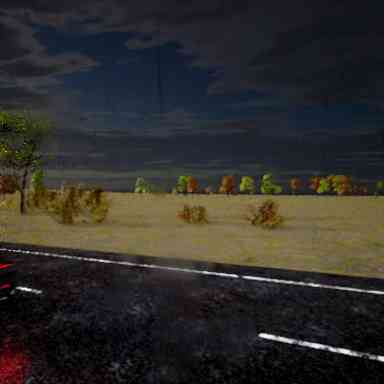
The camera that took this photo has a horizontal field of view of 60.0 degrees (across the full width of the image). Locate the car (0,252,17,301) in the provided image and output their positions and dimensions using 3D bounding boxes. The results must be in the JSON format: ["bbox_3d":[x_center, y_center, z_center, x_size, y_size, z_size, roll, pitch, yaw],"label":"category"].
[{"bbox_3d":[-5.798,1.602,6.983,4.892,1.490,1.837,-1,-1,28],"label":"car"}]
